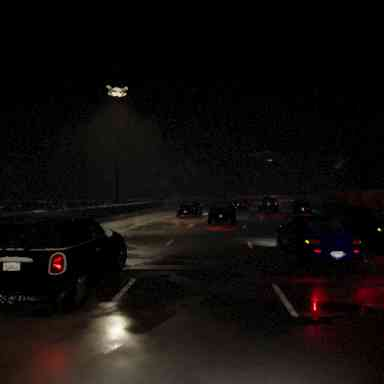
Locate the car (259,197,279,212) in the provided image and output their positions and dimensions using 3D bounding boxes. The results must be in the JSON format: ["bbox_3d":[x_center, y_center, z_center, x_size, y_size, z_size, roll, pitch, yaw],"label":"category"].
[{"bbox_3d":[8.818,1.351,38.019,2.097,1.767,4.553,0,0,15],"label":"car"}]

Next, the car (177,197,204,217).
[{"bbox_3d":[-0.139,1.511,30.722,1.812,1.442,4.674,0,0,11],"label":"car"}]

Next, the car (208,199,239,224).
[{"bbox_3d":[2.335,1.470,24.888,1.882,1.535,5.008,0,0,9],"label":"car"}]

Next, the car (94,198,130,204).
[{"bbox_3d":[-9.100,1.442,39.374,1.882,1.535,5.008,0,0,14],"label":"car"}]

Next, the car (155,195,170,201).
[{"bbox_3d":[-6.676,1.453,76.587,1.994,1.385,4.181,0,0,26],"label":"car"}]

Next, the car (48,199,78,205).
[{"bbox_3d":[-15.868,1.514,41.106,1.994,1.385,4.181,0,0,14],"label":"car"}]

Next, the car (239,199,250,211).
[{"bbox_3d":[6.167,1.540,41.664,2.033,1.411,5.357,0,0,16],"label":"car"}]

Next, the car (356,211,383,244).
[{"bbox_3d":[7.944,1.534,14.387,1.812,1.442,4.674,0,0,6],"label":"car"}]

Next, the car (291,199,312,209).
[{"bbox_3d":[12.096,1.510,36.794,1.837,1.490,4.892,0,0,15],"label":"car"}]

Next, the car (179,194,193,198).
[{"bbox_3d":[-1.397,1.198,79.299,2.097,1.767,4.553,0,0,27],"label":"car"}]

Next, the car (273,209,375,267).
[{"bbox_3d":[4.154,1.528,11.375,1.812,1.442,4.674,0,0,4],"label":"car"}]

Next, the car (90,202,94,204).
[{"bbox_3d":[-11.634,1.521,43.514,1.994,1.385,4.181,0,0,15],"label":"car"}]

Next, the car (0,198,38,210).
[{"bbox_3d":[-20.086,1.437,38.540,2.128,1.511,4.902,0,0,13],"label":"car"}]

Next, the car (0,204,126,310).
[{"bbox_3d":[-3.070,1.342,8.012,2.097,1.767,4.553,0,0,3],"label":"car"}]

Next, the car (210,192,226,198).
[{"bbox_3d":[6.173,0.897,78.620,2.150,2.045,5.566,0,0,29],"label":"car"}]
